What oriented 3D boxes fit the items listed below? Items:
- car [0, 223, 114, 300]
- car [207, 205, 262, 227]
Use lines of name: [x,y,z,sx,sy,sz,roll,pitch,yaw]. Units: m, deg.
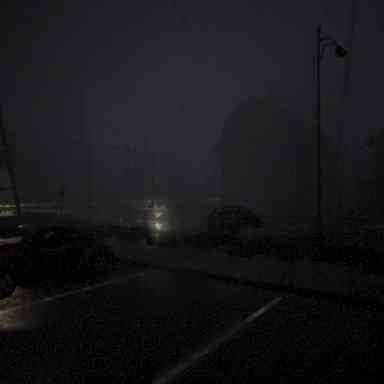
car: [-3.932,1.526,8.391,1.784,1.438,3.905,0,0,36]
car: [2.550,1.512,19.567,1.816,1.474,4.193,0,0,36]
